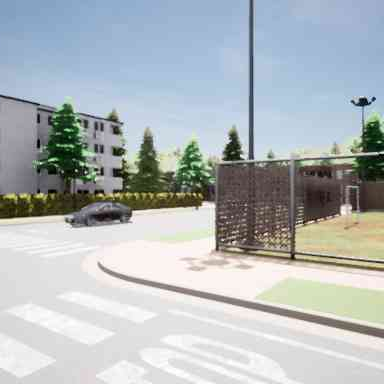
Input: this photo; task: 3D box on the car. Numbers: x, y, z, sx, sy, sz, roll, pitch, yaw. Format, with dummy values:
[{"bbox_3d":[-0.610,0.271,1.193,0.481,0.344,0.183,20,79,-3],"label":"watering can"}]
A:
[{"bbox_3d":[-6.196,1.472,22.636,2.128,1.511,4.902,0,0,35],"label":"car"}]
